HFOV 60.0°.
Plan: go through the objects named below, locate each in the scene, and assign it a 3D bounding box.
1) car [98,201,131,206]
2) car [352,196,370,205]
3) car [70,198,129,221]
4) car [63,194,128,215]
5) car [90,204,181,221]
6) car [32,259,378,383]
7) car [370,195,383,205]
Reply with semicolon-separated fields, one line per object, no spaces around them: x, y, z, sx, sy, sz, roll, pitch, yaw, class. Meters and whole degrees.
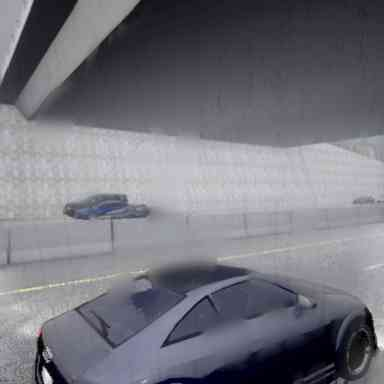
-3.826;1.525;22.723;4.181;1.385;1.994;0;0;-35;car
27.803;1.356;53.642;4.892;1.490;1.837;0;0;-35;car
-6.276;1.440;25.276;5.008;1.535;1.882;0;0;-35;car
-7.957;1.183;28.376;5.566;2.045;2.150;0;0;-35;car
-3.039;1.568;18.990;4.718;1.301;1.895;0;0;-35;car
0.392;1.553;4.017;4.181;1.385;1.994;0;0;-35;car
29.854;1.197;50.805;4.553;1.767;2.097;0;0;-35;car
